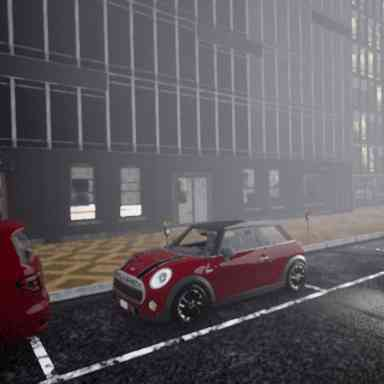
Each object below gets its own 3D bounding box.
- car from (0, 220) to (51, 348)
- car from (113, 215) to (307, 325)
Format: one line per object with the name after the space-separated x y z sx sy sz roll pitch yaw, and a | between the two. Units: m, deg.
-4.216 1.349 3.580 5.009 1.841 2.192 -1 0 -35 | car
0.456 1.353 6.844 4.097 1.590 1.967 -1 0 -35 | car
